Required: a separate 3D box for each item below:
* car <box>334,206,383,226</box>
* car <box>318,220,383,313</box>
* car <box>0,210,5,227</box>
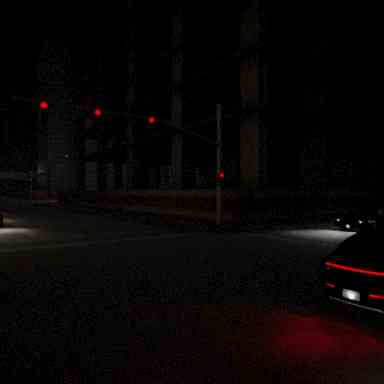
[{"bbox_3d":[10.978,1.547,20.271,5.357,1.411,2.033,0,0,-35],"label":"car"},{"bbox_3d":[4.697,1.511,7.088,4.892,1.490,1.837,0,0,-35],"label":"car"},{"bbox_3d":[-13.906,1.550,22.400,1.837,1.490,4.892,0,0,-35],"label":"car"}]
